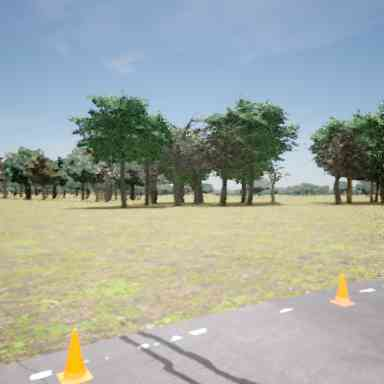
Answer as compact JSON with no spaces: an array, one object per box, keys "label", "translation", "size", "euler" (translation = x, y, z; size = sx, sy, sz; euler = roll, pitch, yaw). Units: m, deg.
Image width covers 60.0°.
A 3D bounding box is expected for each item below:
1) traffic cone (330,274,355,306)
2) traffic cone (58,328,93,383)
[{"label":"traffic cone","translation":[3.046,1.947,6.720],"size":[0.340,0.580,0.340],"euler":[0,0,-29]},{"label":"traffic cone","translation":[-1.407,1.942,4.012],"size":[0.340,0.580,0.340],"euler":[0,0,-34]}]
